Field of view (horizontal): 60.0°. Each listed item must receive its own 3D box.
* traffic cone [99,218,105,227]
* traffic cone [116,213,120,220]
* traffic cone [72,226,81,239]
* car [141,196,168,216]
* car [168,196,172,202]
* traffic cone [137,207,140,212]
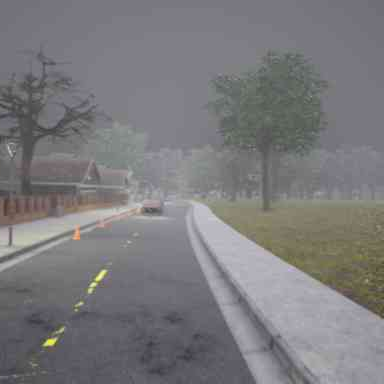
[{"bbox_3d":[-5.517,1.843,20.342,0.340,0.580,0.340,1,0,-2],"label":"traffic cone"},{"bbox_3d":[-5.663,1.842,25.381,0.340,0.580,0.340,1,0,-1],"label":"traffic cone"},{"bbox_3d":[-5.289,1.847,15.307,0.340,0.580,0.340,1,0,-3],"label":"traffic cone"},{"bbox_3d":[-3.718,1.411,32.569,1.882,1.535,5.008,1,0,0],"label":"car"},{"bbox_3d":[-5.517,1.552,75.288,2.128,1.511,4.902,1,0,-5],"label":"car"},{"bbox_3d":[-5.711,1.844,35.462,0.340,0.580,0.340,1,0,1],"label":"traffic cone"}]
